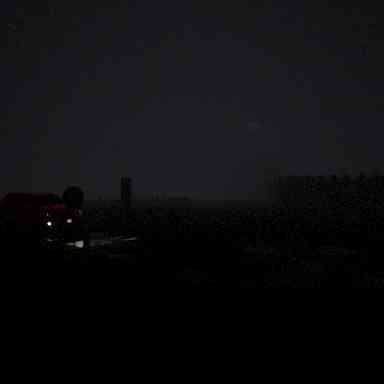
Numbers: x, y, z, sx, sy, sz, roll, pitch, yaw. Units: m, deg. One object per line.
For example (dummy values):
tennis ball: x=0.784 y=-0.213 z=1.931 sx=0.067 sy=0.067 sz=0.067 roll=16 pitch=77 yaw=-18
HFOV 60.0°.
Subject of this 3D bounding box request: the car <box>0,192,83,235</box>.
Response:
car: x=-8.287 y=1.055 z=18.074 sx=5.566 sy=2.045 sz=2.150 roll=1 pitch=1 yaw=36
